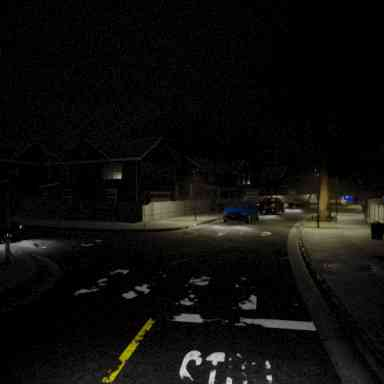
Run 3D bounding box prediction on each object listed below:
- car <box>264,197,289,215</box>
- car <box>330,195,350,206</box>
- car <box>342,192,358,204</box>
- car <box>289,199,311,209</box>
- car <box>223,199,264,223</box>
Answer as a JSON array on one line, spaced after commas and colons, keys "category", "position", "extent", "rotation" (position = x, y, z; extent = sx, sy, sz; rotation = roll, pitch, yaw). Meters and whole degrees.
[{"category": "car", "position": [8.096, 1.335, 34.319], "extent": [2.097, 1.767, 4.553], "rotation": [0, 0, 29]}, {"category": "car", "position": [22.972, 1.513, 52.113], "extent": [1.895, 1.301, 4.718], "rotation": [0, 0, 34]}, {"category": "car", "position": [28.605, 1.096, 60.372], "extent": [2.150, 2.045, 5.566], "rotation": [0, 0, 34]}, {"category": "car", "position": [14.375, 1.556, 44.542], "extent": [1.895, 1.301, 4.718], "rotation": [0, 0, 34]}, {"category": "car", "position": [3.887, 1.473, 25.640], "extent": [1.882, 1.535, 5.008], "rotation": [0, 0, 23]}]
